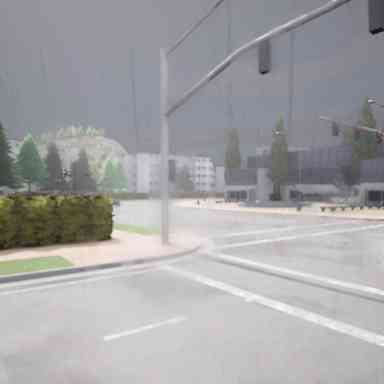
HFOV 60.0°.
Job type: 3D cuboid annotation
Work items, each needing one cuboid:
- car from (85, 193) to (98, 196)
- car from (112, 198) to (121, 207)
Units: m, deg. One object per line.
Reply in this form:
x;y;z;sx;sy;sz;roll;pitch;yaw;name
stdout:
-15.448;1.177;50.793;2.150;2.045;5.566;0;0;-9;car
-11.933;1.546;51.008;1.895;1.301;4.718;0;0;-9;car
